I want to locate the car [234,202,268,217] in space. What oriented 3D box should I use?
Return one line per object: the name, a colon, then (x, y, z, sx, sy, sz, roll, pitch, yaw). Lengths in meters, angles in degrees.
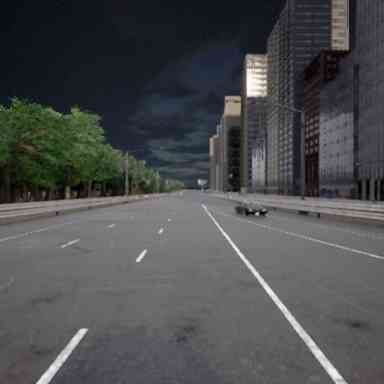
car: (5.268, 1.555, 30.373, 1.895, 1.301, 4.718, 0, 0, -7)
